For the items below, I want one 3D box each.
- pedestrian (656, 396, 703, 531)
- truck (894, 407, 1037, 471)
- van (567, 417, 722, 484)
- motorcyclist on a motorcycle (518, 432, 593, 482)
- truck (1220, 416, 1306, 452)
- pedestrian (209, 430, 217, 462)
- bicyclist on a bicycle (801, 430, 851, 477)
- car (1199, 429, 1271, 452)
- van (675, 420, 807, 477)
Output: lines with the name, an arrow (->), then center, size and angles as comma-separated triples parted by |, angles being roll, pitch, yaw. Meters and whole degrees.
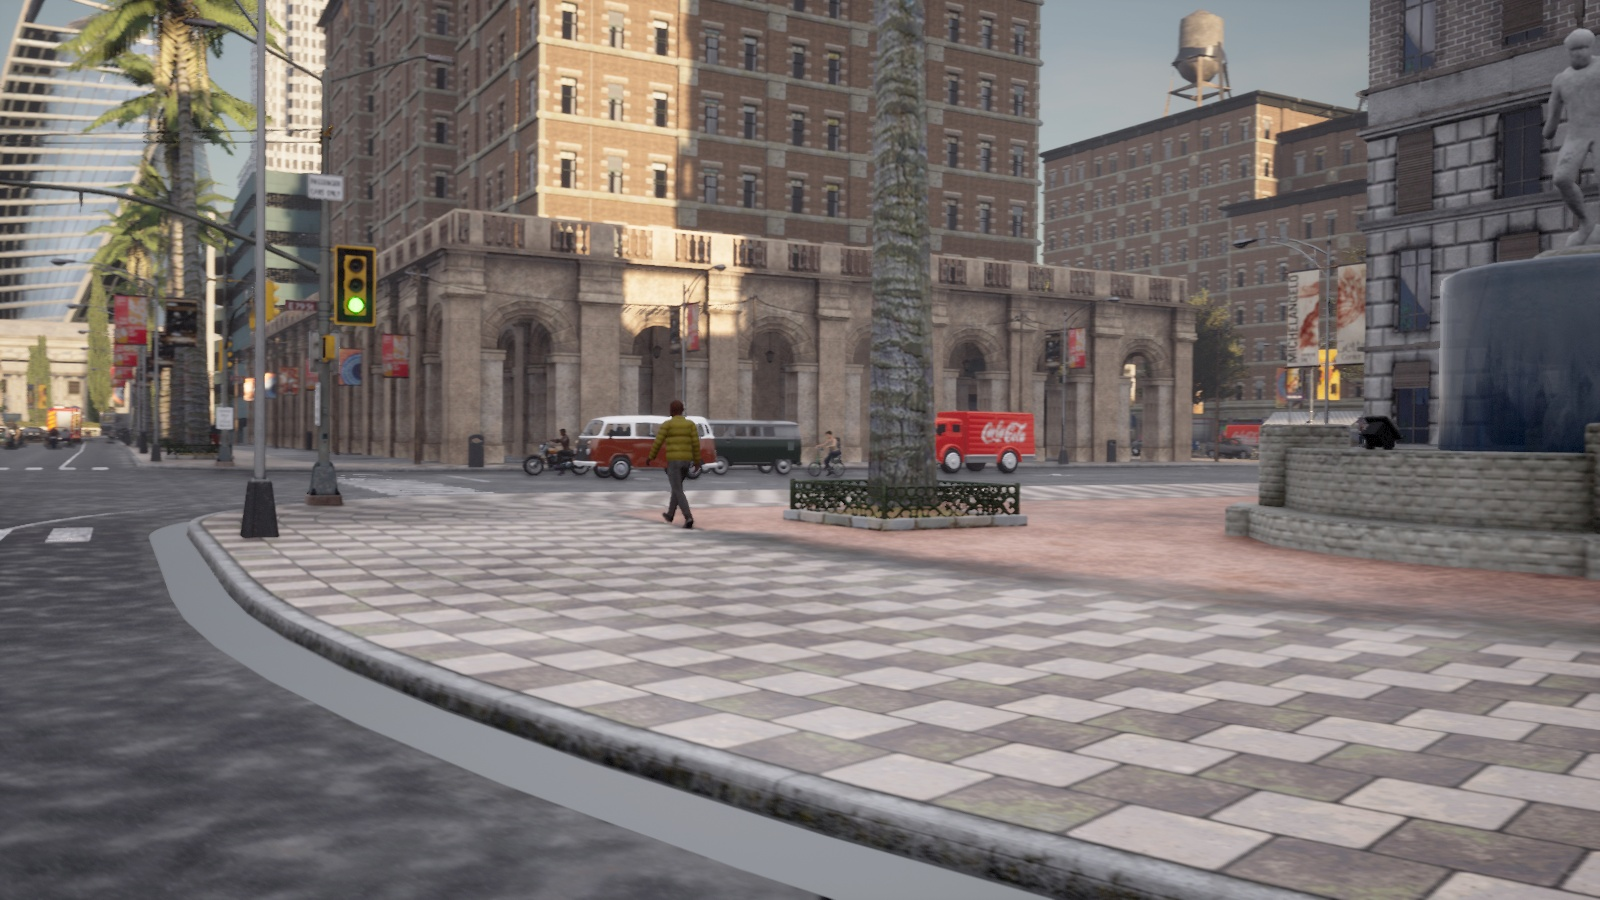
pedestrian -> -1.683, 0.182, 17.538 | 0.370, 1.835, 0.726 | -1, 1, -30
truck -> 6.719, -0.450, 50.862 | 5.204, 2.467, 2.627 | -1, 1, -29
van -> -4.983, -0.010, 40.334 | 4.480, 2.038, 2.069 | -1, 1, -29
motorcyclist on a motorcycle -> -8.258, 0.218, 42.412 | 2.350, 1.649, 0.766 | -1, 1, -29
truck -> 32.454, -1.132, 88.156 | 2.627, 2.467, 5.204 | -1, 1, -29
pedestrian -> -34.020, -0.243, 72.808 | 0.353, 1.847, 0.614 | -1, 1, -30
bicyclist on a bicycle -> 0.898, 0.113, 43.618 | 1.509, 1.612, 0.866 | -1, 1, -29
car -> 29.719, -0.648, 85.937 | 2.007, 1.525, 4.514 | -1, 1, -29
van -> -2.138, -0.074, 45.887 | 4.442, 1.987, 1.775 | -1, 1, -28
